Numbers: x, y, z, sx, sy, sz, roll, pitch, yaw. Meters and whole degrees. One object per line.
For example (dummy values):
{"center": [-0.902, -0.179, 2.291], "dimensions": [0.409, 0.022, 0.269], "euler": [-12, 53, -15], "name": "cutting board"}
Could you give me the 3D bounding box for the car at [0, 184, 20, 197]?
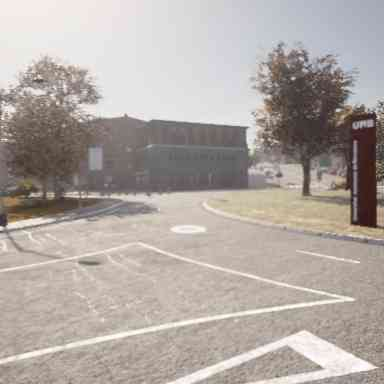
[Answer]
{"center": [-23.550, 0.036, 44.435], "dimensions": [2.231, 1.521, 4.892], "euler": [-1, 2, 11], "name": "car"}
